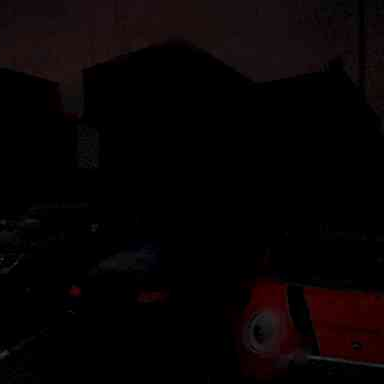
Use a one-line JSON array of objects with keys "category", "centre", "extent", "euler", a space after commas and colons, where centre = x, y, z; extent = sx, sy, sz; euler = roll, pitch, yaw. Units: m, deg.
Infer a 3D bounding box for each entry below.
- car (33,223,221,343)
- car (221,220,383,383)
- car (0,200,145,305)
[{"category": "car", "centre": [-0.526, 1.527, 6.477], "extent": [2.002, 1.452, 4.674], "euler": [0, -1, 16]}, {"category": "car", "centre": [1.932, 1.361, 4.763], "extent": [2.185, 1.767, 4.553], "euler": [1, -1, 16]}, {"category": "car", "centre": [-2.951, 1.238, 8.206], "extent": [2.435, 2.045, 5.566], "euler": [1, -1, 15]}]
